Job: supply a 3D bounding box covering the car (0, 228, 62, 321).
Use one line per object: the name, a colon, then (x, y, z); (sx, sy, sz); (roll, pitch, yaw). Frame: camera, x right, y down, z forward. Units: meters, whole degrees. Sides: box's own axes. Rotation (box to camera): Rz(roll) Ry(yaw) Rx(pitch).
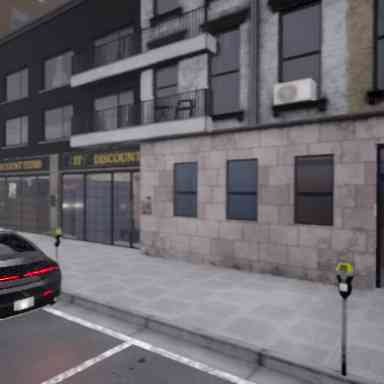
car: (-4.545, 1.456, 6.525); (4.892, 1.490, 1.837); (0, 0, 36)
